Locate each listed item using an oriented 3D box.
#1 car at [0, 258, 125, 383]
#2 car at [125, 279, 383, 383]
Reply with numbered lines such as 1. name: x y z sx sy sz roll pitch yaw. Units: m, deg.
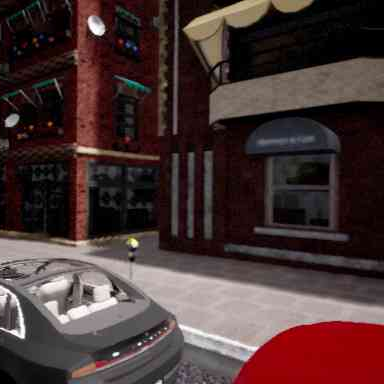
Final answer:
1. car: -2.140 1.547 4.235 4.403 1.369 2.008 0 1 35
2. car: 2.376 1.316 1.011 5.009 1.841 2.192 0 1 35
